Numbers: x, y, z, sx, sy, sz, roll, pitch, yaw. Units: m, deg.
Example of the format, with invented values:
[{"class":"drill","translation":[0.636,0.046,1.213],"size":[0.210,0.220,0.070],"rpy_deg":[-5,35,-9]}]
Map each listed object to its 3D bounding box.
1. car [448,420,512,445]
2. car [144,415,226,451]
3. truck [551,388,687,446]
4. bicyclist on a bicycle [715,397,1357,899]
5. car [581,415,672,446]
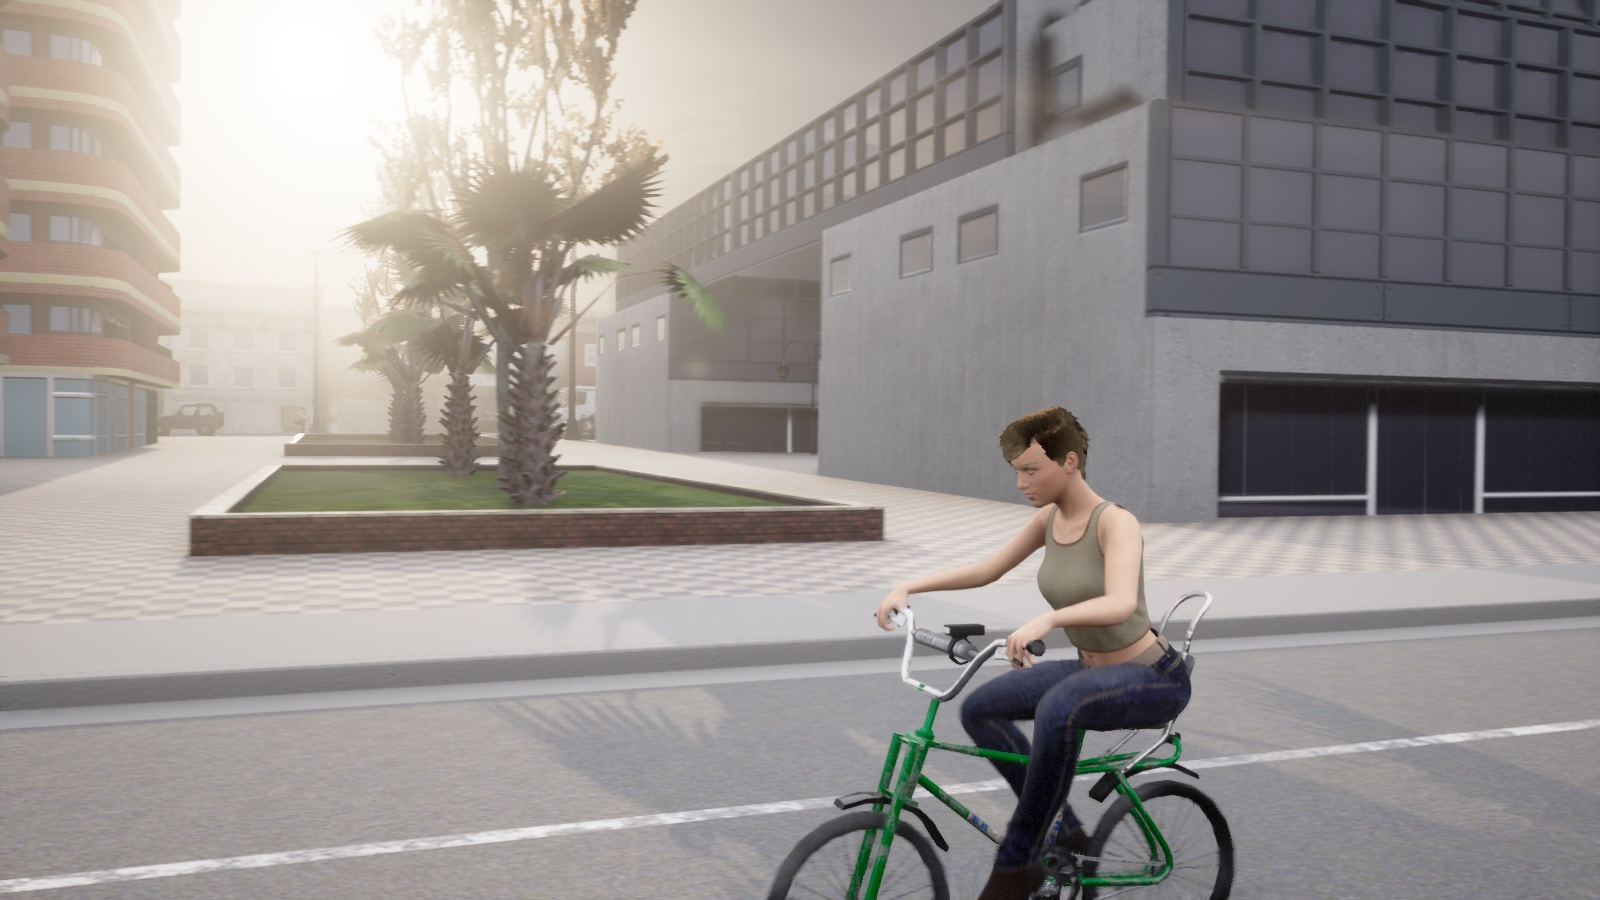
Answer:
[{"class":"car","translation":[-20.201,-1.090,79.244],"size":[3.705,1.549,1.789],"rpy_deg":[0,1,-21]},{"class":"car","translation":[-34.321,-0.935,70.202],"size":[3.866,1.878,1.905],"rpy_deg":[-2,1,-21]},{"class":"truck","translation":[-11.359,-1.998,78.815],"size":[7.936,3.462,2.891],"rpy_deg":[0,0,-21]},{"class":"bicyclist on a bicycle","translation":[0.624,0.671,3.481],"size":[1.509,1.612,0.866],"rpy_deg":[-1,1,-21]},{"class":"car","translation":[-9.899,-1.101,71.562],"size":[4.611,1.667,2.242],"rpy_deg":[0,0,-32]}]
